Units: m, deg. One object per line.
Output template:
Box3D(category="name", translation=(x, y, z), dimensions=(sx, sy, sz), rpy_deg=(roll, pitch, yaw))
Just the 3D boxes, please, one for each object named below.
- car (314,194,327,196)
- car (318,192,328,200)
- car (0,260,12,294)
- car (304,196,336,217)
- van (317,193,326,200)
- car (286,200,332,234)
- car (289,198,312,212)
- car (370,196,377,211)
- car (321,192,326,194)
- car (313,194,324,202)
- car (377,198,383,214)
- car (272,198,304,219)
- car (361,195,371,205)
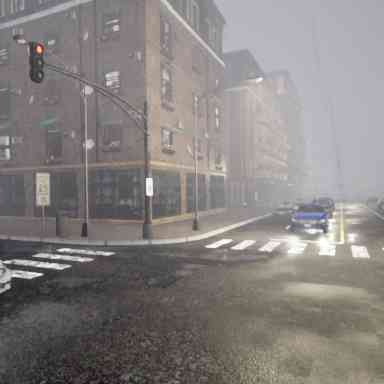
Box3D(category="car", translation=(14.743, 1.304, 36.719), dimensions=(1.882, 1.535, 5.008), rpy_deg=(0, 0, 24))
Box3D(category="car", translation=(33.301, 0.995, 84.586), dimensions=(2.192, 1.841, 5.009), rpy_deg=(-1, 0, 24))
Box3D(category="car", translation=(-5.995, 1.547, 6.727), dimensions=(4.674, 1.442, 1.812), rpy_deg=(-1, 1, 16))
Box3D(category="car", translation=(10.624, 1.357, 27.461), dimensions=(2.128, 1.511, 4.902), rpy_deg=(0, 0, 24))
Box3D(category="van", translation=(30.976, 1.037, 79.388), dimensions=(1.690, 1.788, 3.998), rpy_deg=(-1, 0, 24))
Box3D(category="car", translation=(6.782, 1.430, 18.924), dimensions=(1.812, 1.442, 4.674), rpy_deg=(0, 0, 24))
Box3D(category="car", translation=(12.371, 1.397, 37.787), dimensions=(2.008, 1.369, 4.403), rpy_deg=(-1, 0, 24))
Box3D(category="car", translation=(20.026, 1.332, 34.376), dimensions=(2.008, 1.369, 4.403), rpy_deg=(-1, 0, 24))
Box3D(category="car", translation=(23.998, 1.187, 63.787), dimensions=(1.967, 1.590, 4.097), rpy_deg=(-1, 0, 24))
Box3D(category="car", translation=(26.257, 1.255, 68.831), dimensions=(1.752, 1.417, 4.829), rpy_deg=(-1, 0, 24))
Box3D(category="car", translation=(17.700, 1.385, 29.176), dimensions=(1.802, 1.307, 4.206), rpy_deg=(-1, 0, 24))
Box3D(category="car", translation=(7.719, 1.442, 27.386), dimensions=(2.008, 1.369, 4.403), rpy_deg=(-1, 0, 24))
Box3D(category="car", translation=(27.004, 1.270, 49.976), dimensions=(2.008, 1.369, 4.403), rpy_deg=(-1, 0, 24))
